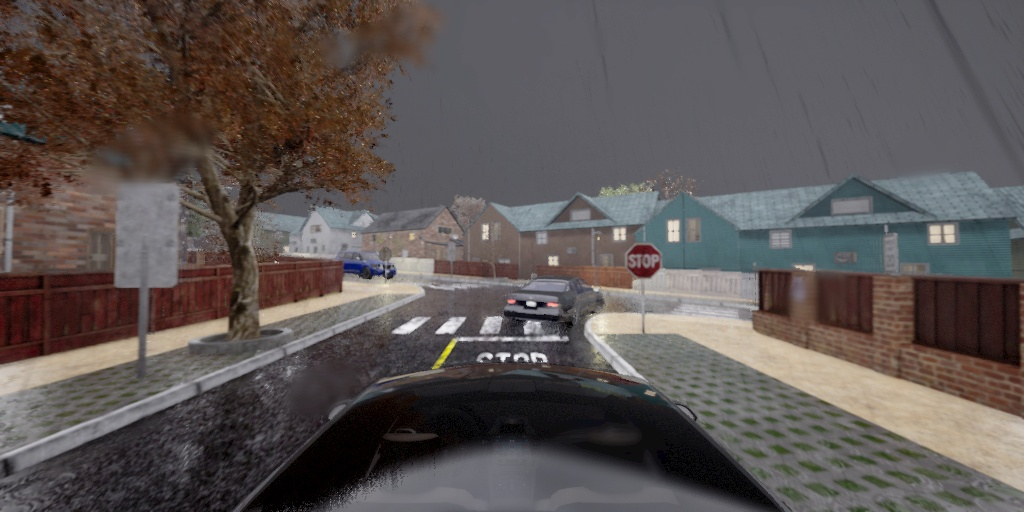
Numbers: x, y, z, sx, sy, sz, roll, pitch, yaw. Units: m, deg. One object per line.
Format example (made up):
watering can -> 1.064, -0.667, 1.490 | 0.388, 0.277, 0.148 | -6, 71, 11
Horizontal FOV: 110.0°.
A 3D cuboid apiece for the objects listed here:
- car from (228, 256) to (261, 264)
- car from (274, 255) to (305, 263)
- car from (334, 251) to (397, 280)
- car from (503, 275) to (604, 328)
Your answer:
car -> -28.443, 0.320, 38.012 | 5.008, 1.535, 1.882 | 2, 0, 32
car -> -19.835, 0.648, 32.597 | 4.892, 1.490, 1.837 | 2, 0, 32
car -> -11.221, 0.674, 27.186 | 5.566, 2.045, 2.150 | 2, 0, 32
car -> 1.604, 1.352, 11.798 | 2.033, 1.411, 5.357 | 1, 0, 26
